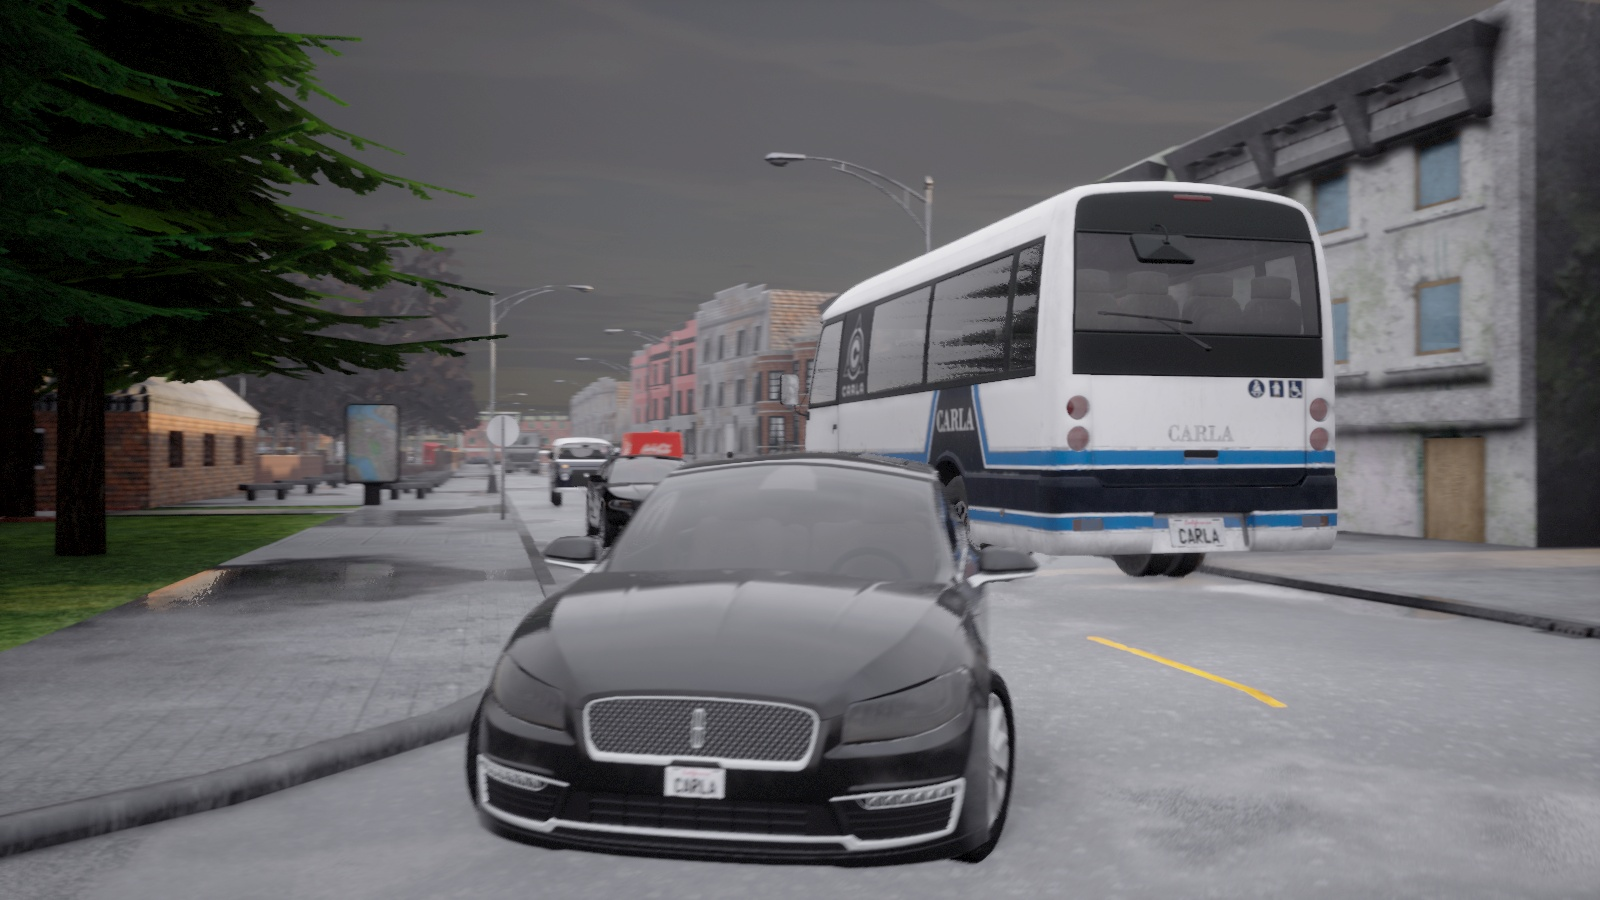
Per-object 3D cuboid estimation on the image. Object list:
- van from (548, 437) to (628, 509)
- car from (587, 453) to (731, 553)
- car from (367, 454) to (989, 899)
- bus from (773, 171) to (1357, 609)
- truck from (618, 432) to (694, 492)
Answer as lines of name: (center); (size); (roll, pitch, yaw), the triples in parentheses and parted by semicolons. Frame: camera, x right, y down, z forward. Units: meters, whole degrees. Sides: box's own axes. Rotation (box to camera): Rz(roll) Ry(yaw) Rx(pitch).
van: (-6.444, 0.655, 37.884); (2.069, 2.038, 4.480); (0, 0, -14)
car: (-2.586, 0.826, 21.899); (1.882, 1.535, 5.008); (0, 0, -14)
car: (-0.031, 0.777, 6.127); (1.837, 1.490, 4.892); (1, 0, 9)
bus: (2.665, -0.565, 17.642); (3.944, 4.253, 10.273); (0, 0, -14)
truck: (-6.267, 0.511, 54.188); (2.627, 2.467, 5.204); (0, 0, -14)
